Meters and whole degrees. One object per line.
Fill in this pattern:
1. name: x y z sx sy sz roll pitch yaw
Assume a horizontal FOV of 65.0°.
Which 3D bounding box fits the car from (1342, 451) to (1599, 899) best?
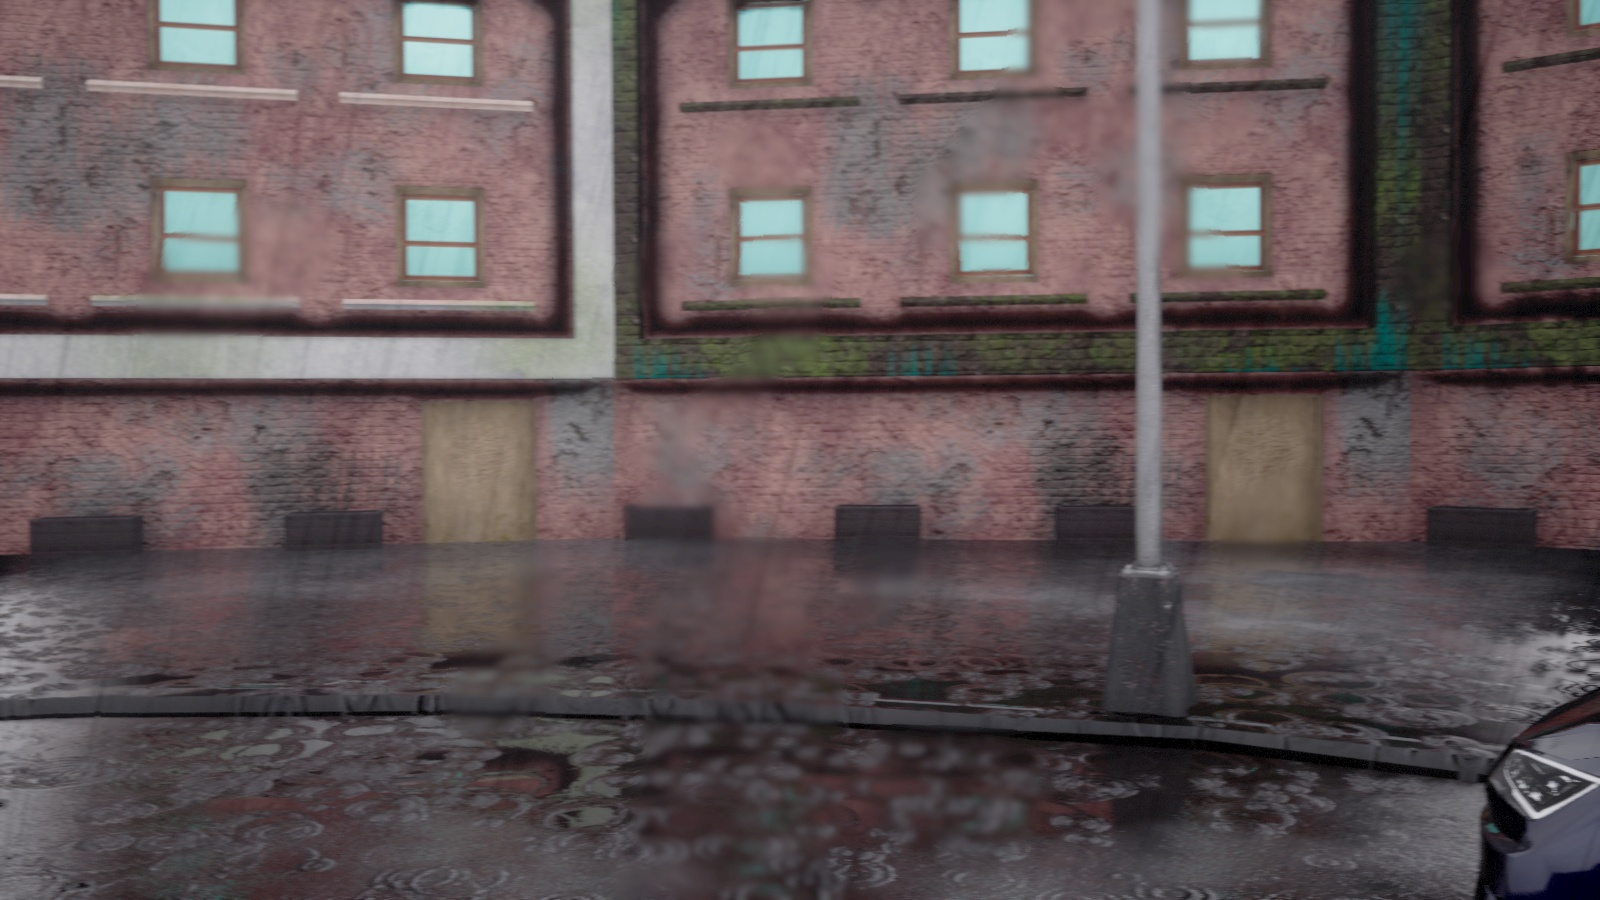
1. car: 3.443 0.788 2.208 4.193 1.474 1.816 1 2 45
